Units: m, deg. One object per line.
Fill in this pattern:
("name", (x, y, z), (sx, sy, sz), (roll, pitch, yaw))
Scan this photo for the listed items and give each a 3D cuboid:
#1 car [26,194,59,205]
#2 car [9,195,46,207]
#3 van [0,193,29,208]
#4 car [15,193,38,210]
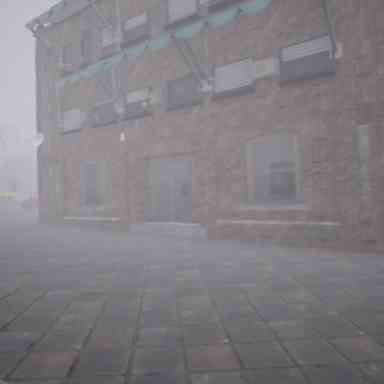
("car", (-23.391, 1.162, 52.111), (4.674, 1.452, 2.002), (-2, 2, 24))
("car", (-24.508, 1.282, 49.557), (4.892, 1.521, 2.231), (-2, 2, 24))
("van", (-25.520, 1.205, 46.941), (4.442, 1.987, 1.878), (-2, 2, 24))
("car", (-16.490, 1.019, 37.174), (5.566, 2.045, 2.435), (-2, 2, 24))
